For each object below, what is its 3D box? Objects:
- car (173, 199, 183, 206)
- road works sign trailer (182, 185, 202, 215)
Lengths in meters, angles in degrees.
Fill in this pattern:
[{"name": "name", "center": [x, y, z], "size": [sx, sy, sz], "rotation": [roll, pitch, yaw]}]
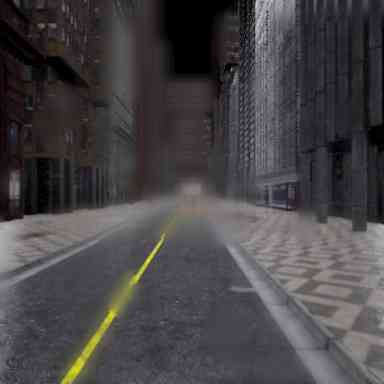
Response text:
[{"name": "car", "center": [-3.002, 2.213, 71.759], "size": [1.812, 1.442, 4.674], "rotation": [0, -1, 0]}, {"name": "road works sign trailer", "center": [0.004, 0.841, 39.211], "size": [2.380, 3.560, 2.880], "rotation": [0, -1, 0]}]
